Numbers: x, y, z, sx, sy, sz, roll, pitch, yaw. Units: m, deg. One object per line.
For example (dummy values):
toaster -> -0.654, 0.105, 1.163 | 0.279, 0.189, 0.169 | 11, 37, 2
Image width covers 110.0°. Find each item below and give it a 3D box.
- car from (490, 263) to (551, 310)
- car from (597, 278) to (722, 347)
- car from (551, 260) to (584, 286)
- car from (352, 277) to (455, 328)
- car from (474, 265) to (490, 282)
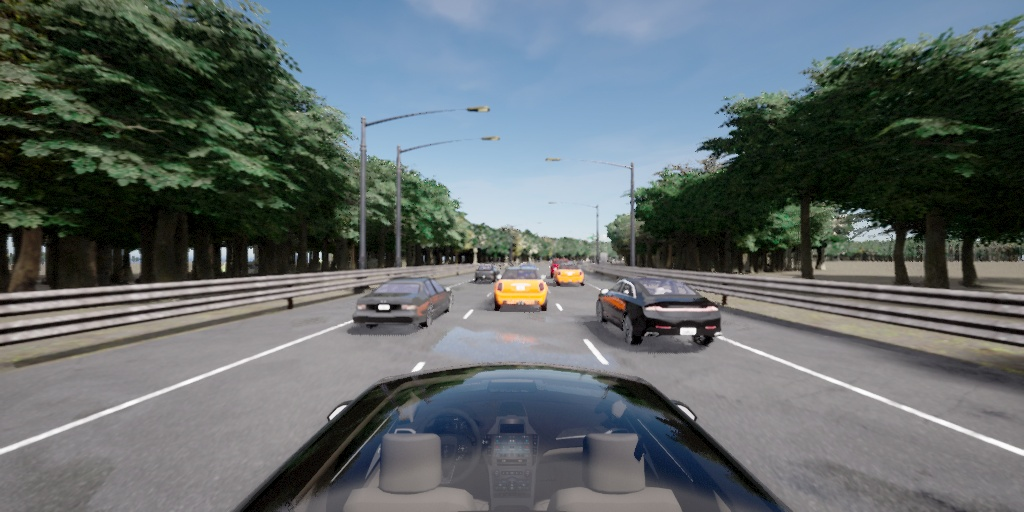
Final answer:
car -> 0.400, 1.250, 15.641 | 2.097, 1.767, 4.553 | 0, -1, 2
car -> 3.604, 1.330, 9.654 | 2.128, 1.511, 4.902 | 0, -1, 1
car -> 4.484, 1.394, 28.876 | 2.097, 1.767, 4.553 | 0, -1, 4
car -> -3.244, 1.400, 11.775 | 2.033, 1.411, 5.357 | 0, -1, 2
car -> -2.158, 1.563, 32.401 | 2.128, 1.511, 4.902 | 0, -1, 4
